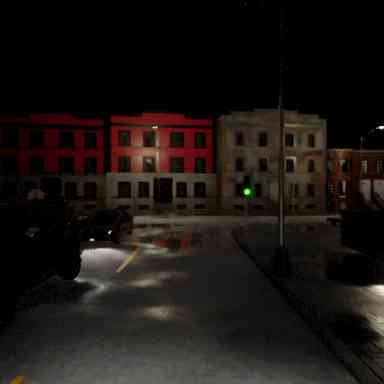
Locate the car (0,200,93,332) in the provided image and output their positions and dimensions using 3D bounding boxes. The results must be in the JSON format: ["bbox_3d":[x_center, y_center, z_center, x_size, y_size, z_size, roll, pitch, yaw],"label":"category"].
[{"bbox_3d":[-4.077,1.211,7.042,2.150,2.045,5.566,0,0,0],"label":"car"}]

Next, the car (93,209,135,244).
[{"bbox_3d":[-4.002,1.519,15.980,2.033,1.411,5.357,0,0,0],"label":"car"}]
